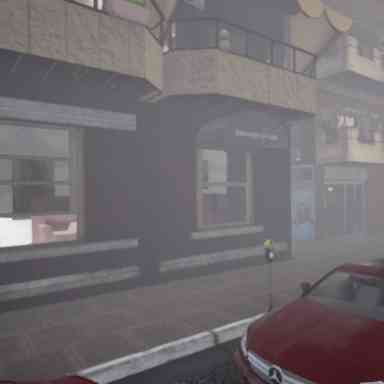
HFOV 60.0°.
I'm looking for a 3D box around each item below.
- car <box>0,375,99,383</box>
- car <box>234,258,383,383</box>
[{"bbox_3d":[-2.119,1.582,0.930,4.206,1.307,1.802,0,-1,-36],"label":"car"},{"bbox_3d":[2.426,1.582,4.205,4.206,1.307,1.802,0,-1,-36],"label":"car"}]
